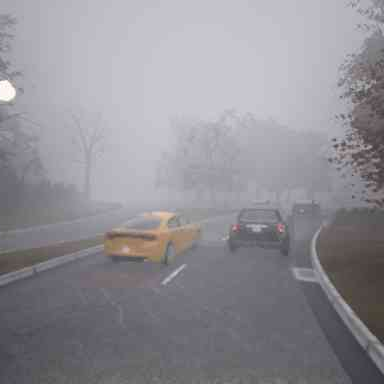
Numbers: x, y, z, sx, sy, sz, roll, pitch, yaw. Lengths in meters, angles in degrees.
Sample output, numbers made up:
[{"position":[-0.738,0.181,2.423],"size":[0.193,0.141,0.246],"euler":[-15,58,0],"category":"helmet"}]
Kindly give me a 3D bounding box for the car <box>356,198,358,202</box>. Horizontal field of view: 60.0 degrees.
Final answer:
[{"position":[31.602,1.519,68.373],"size":[1.882,1.535,5.008],"euler":[0,0,-23],"category":"car"}]

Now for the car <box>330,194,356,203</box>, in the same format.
[{"position":[29.203,1.305,65.414],"size":[2.097,1.767,4.553],"euler":[0,0,-15],"category":"car"}]

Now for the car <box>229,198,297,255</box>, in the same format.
[{"position":[2.934,1.289,13.366],"size":[2.097,1.767,4.553],"euler":[0,1,20],"category":"car"}]

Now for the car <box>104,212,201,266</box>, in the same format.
[{"position":[-1.109,1.423,11.593],"size":[1.882,1.535,5.008],"euler":[0,1,17],"category":"car"}]

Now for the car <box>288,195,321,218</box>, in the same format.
[{"position":[9.790,1.294,28.390],"size":[1.882,1.535,5.008],"euler":[0,0,27],"category":"car"}]
